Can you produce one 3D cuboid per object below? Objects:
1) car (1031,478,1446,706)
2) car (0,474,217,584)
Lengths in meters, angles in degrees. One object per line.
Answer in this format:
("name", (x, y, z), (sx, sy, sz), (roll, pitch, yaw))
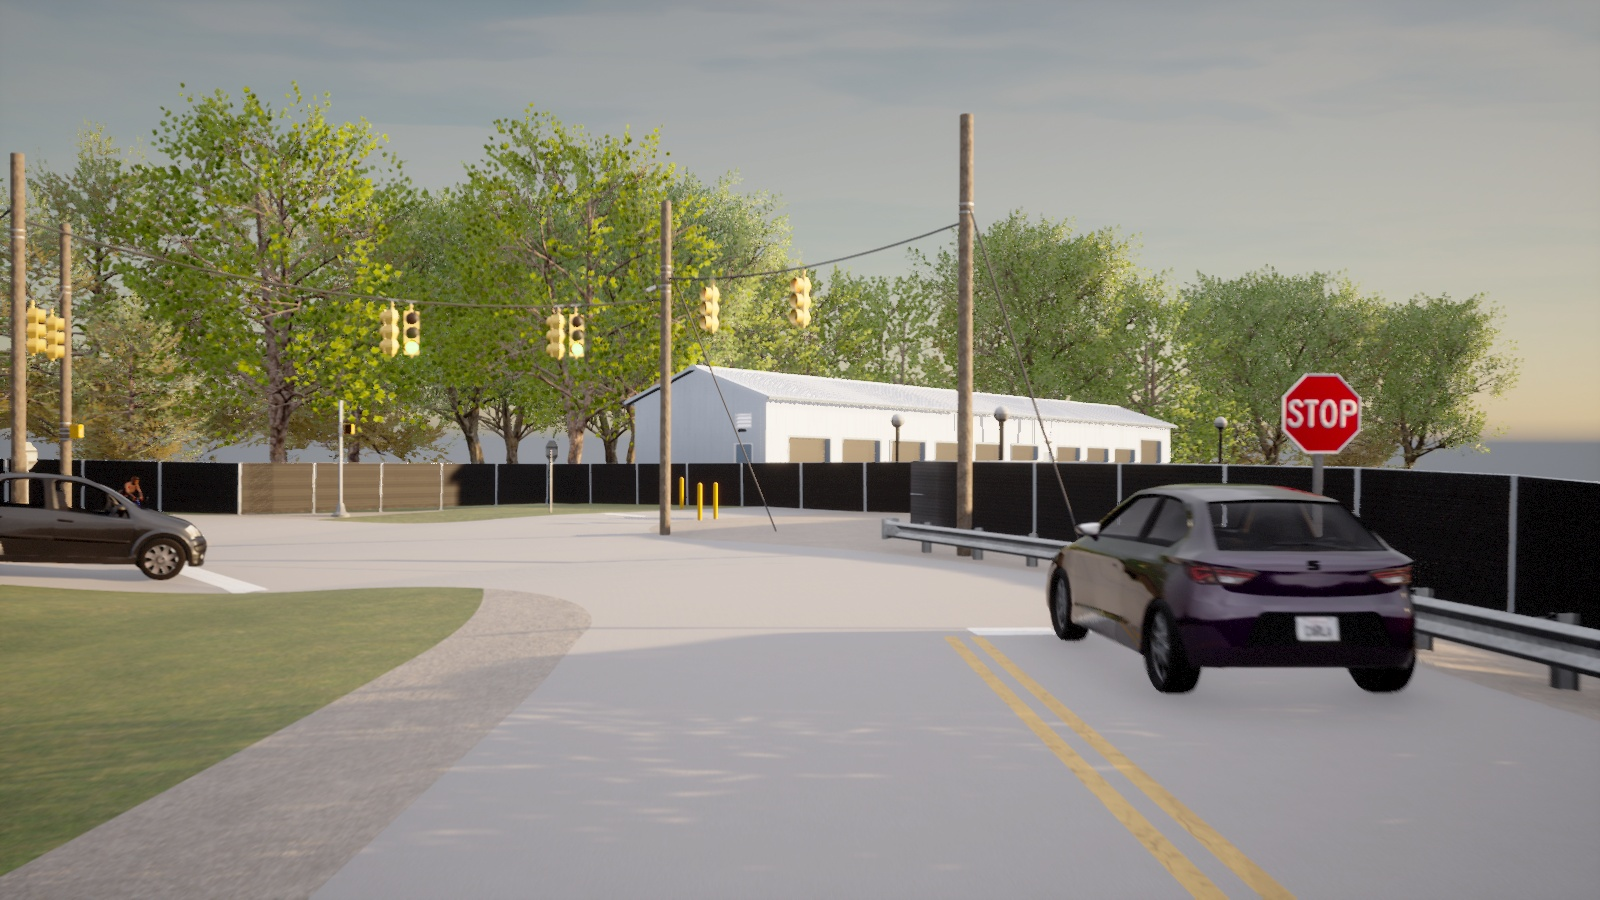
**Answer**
("car", (3.305, 0.987, 10.443), (1.816, 1.474, 4.193), (0, -1, -3))
("car", (-11.907, 1.270, 20.531), (3.988, 1.617, 1.851), (5, -2, -32))
